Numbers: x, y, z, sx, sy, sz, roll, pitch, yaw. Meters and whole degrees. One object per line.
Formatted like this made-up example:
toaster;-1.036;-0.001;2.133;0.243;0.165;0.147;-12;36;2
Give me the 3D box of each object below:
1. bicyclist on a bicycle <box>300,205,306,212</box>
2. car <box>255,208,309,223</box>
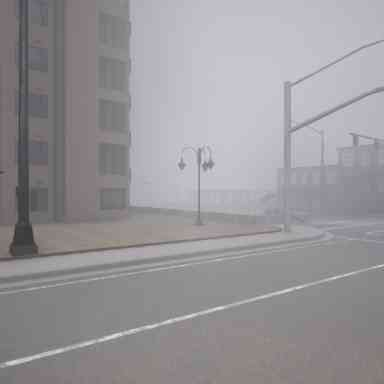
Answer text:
bicyclist on a bicycle;13.605;2.464;40.705;1.656;1.620;0.582;0;-8;-35
car;7.985;2.096;29.843;1.895;1.301;4.718;0;-4;-36
